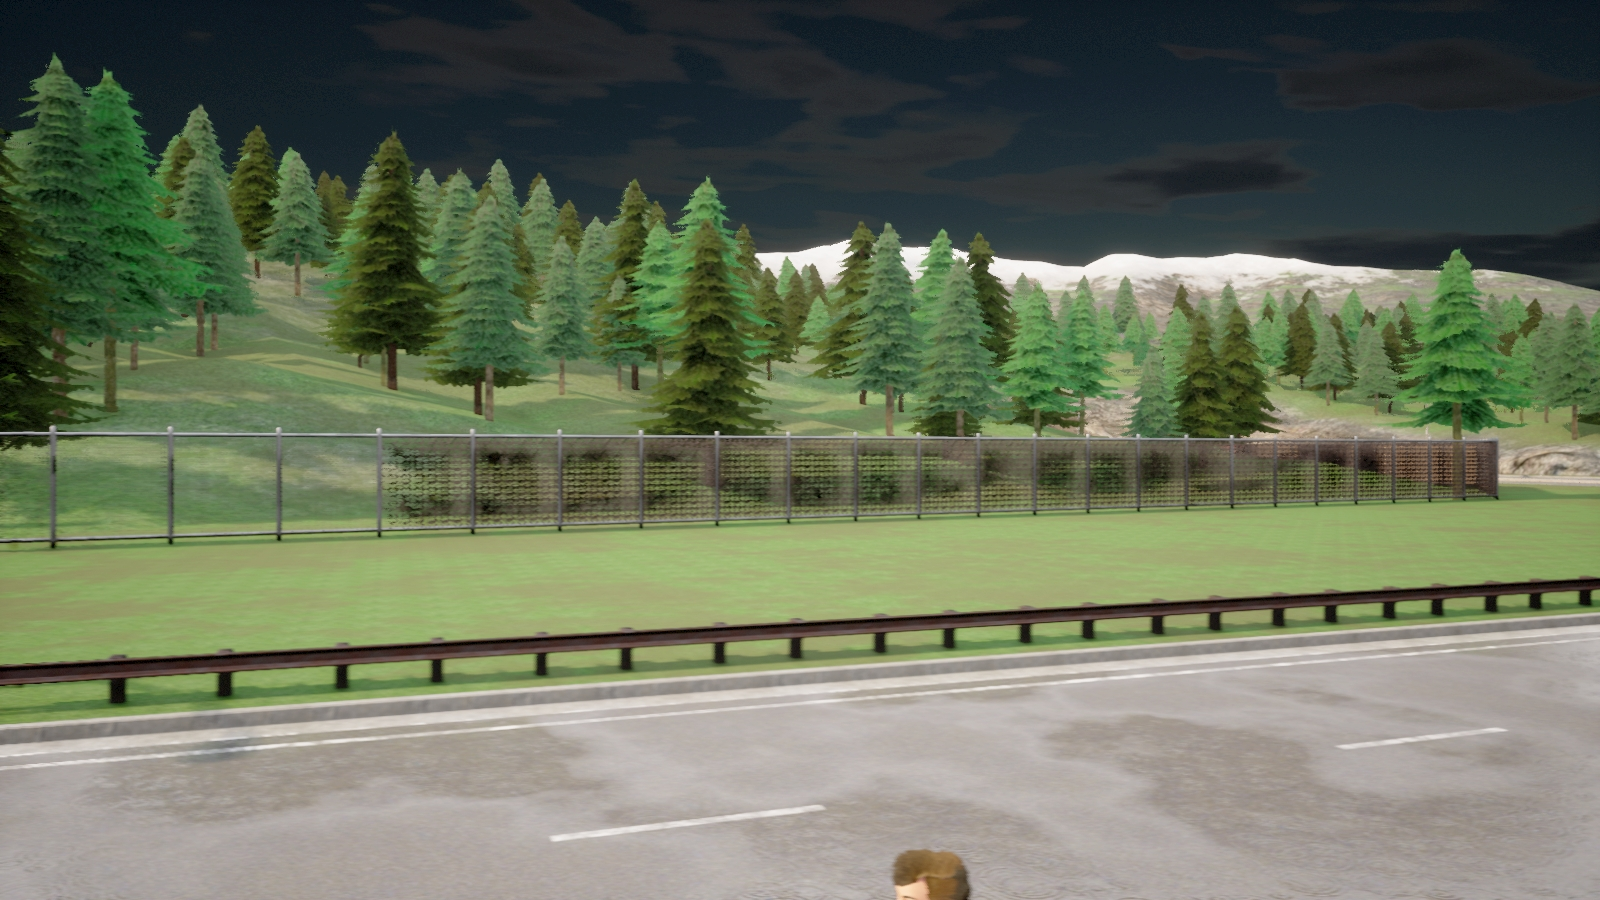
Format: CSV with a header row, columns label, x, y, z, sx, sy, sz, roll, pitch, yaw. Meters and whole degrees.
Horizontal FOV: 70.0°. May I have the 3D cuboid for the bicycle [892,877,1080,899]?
label,x,y,z,sx,sy,sz,roll,pitch,yaw
bicycle,0.319,2.157,3.401,1.487,1.277,0.859,0,0,-20
